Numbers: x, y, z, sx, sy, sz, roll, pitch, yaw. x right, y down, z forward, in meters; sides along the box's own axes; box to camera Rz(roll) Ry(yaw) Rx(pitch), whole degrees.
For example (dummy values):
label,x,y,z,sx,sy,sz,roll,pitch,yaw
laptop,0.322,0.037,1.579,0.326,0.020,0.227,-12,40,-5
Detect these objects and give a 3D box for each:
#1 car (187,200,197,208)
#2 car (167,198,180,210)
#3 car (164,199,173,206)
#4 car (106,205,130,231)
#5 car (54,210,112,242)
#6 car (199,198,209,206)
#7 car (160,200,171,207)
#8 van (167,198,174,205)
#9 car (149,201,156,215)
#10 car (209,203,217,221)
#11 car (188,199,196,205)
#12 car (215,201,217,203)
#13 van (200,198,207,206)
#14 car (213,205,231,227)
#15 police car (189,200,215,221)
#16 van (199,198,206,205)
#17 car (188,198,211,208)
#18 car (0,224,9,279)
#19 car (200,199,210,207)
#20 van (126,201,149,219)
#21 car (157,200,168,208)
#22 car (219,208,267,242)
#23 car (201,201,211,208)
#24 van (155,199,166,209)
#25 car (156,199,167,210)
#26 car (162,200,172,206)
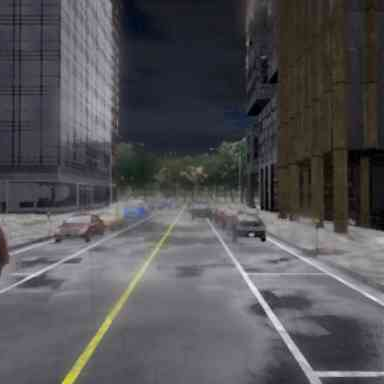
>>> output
label,x,y,z,sx,sy,sz,roll,pitch,yaw
car,0.002,2.361,68.292,1.837,1.490,4.892,0,-1,0
car,-3.061,2.251,56.882,2.128,1.511,4.902,0,-1,0
car,-5.761,2.557,82.845,1.967,1.590,4.097,0,-1,0
car,-5.762,1.829,22.866,1.752,1.417,4.829,0,-1,0
car,-5.763,1.815,17.598,1.802,1.307,4.206,0,-1,0
car,2.764,2.356,77.410,2.192,1.841,5.009,0,-1,0
car,-5.761,2.532,71.969,1.947,1.339,4.313,0,-1,0
van,-5.761,2.534,88.284,1.690,1.788,3.998,0,-1,0
car,-5.762,2.074,39.347,2.008,1.369,4.403,0,-1,0
car,2.763,1.922,28.473,1.887,1.381,4.507,0,-1,0
car,0.003,2.501,83.397,1.837,1.490,4.892,0,-1,0
car,2.763,1.977,34.080,1.752,1.417,4.829,0,-1,0
van,2.764,2.458,82.846,1.690,1.788,3.998,0,-1,0
car,2.763,1.850,23.036,1.887,1.381,4.507,0,-1,0
police car,0.901,1.854,32.289,1.930,1.638,5.238,0,-1,0
van,2.764,2.534,88.283,1.690,1.788,3.998,0,-1,0
car,0.901,1.912,42.149,2.097,1.767,4.553,0,-1,0
car,-5.763,1.405,6.728,2.192,1.841,5.009,0,-1,0
car,2.764,2.406,71.970,1.967,1.590,4.097,0,-1,0
van,-5.762,1.791,33.913,1.690,1.788,3.998,0,-1,0
car,-5.761,2.415,66.363,1.752,1.417,4.829,0,-1,0
car,2.763,1.784,17.598,2.008,1.369,4.403,0,-1,0
car,2.764,2.436,66.532,1.887,1.381,4.507,0,-1,0
van,-5.762,2.158,61.098,1.690,1.788,3.998,0,-1,0
car,-5.762,2.309,55.658,1.947,1.339,4.313,0,-1,0
car,-5.761,2.565,77.237,1.752,1.417,4.829,0,-1,0
